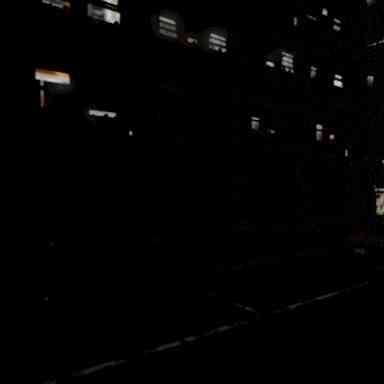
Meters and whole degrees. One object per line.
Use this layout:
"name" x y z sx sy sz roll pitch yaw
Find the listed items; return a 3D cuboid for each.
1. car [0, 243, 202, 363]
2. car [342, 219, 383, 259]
"car" -1.807 1.564 5.283 4.313 1.339 1.947 0 -1 -35
"car" 7.146 1.512 11.660 4.829 1.417 1.752 0 -1 -35
